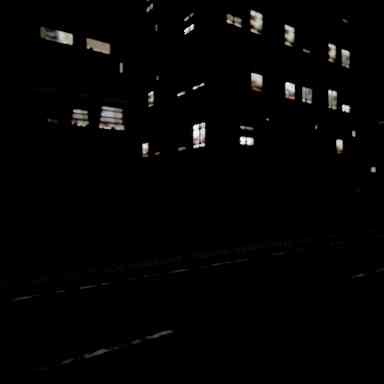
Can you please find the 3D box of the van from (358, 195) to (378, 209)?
[{"bbox_3d":[21.749,1.250,42.886,1.690,1.788,3.998,-2,0,-36],"label":"van"}]
